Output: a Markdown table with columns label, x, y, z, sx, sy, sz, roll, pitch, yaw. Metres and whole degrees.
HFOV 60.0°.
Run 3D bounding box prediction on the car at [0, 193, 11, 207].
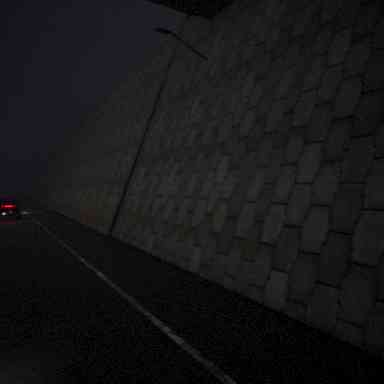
| label | x | y | z | sx | sy | sz | roll | pitch | yaw |
| --- | --- | --- | --- | --- | --- | --- | --- | --- | --- |
| car | -20.440 | 0.824 | 35.327 | 1.895 | 1.301 | 4.718 | 0 | 1 | -31 |

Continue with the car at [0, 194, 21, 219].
| label | x | y | z | sx | sy | sz | roll | pitch | yaw |
| --- | --- | --- | --- | --- | --- | --- | --- | --- | --- |
| car | -12.684 | 1.012 | 22.405 | 1.837 | 1.490 | 4.892 | -1 | 1 | -31 |
